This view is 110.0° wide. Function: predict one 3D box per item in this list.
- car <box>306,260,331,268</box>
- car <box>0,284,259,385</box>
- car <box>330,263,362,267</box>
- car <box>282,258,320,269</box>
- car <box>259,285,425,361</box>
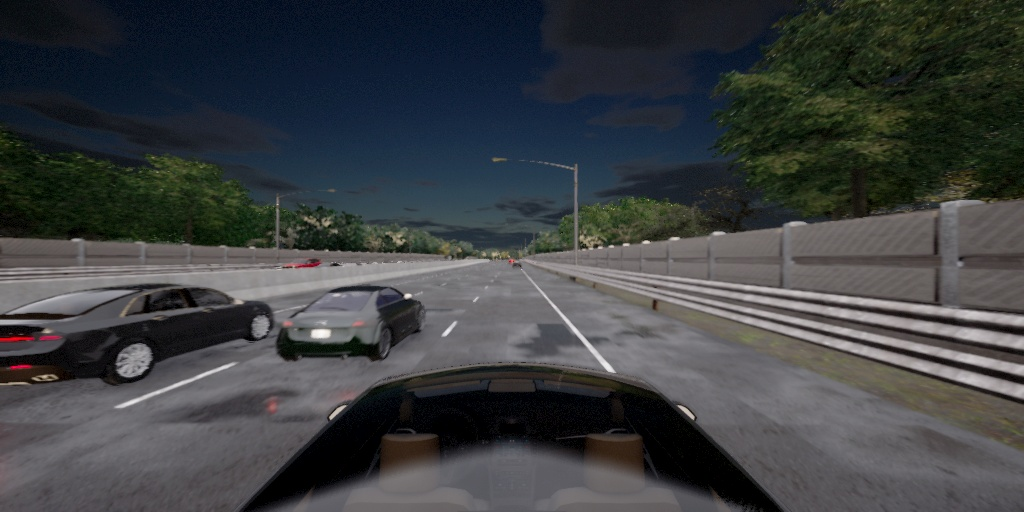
[{"bbox_3d":[-21.063,1.529,41.118,1.837,1.490,4.892,0,0,0],"label":"car"},{"bbox_3d":[-6.901,1.293,7.095,1.837,1.490,4.892,0,0,0],"label":"car"},{"bbox_3d":[-17.569,1.537,39.322,1.812,1.442,4.674,0,0,0],"label":"car"},{"bbox_3d":[-24.545,1.251,42.256,2.150,2.045,5.566,0,0,1],"label":"car"},{"bbox_3d":[-3.399,1.361,8.390,1.994,1.385,4.181,0,0,0],"label":"car"}]
